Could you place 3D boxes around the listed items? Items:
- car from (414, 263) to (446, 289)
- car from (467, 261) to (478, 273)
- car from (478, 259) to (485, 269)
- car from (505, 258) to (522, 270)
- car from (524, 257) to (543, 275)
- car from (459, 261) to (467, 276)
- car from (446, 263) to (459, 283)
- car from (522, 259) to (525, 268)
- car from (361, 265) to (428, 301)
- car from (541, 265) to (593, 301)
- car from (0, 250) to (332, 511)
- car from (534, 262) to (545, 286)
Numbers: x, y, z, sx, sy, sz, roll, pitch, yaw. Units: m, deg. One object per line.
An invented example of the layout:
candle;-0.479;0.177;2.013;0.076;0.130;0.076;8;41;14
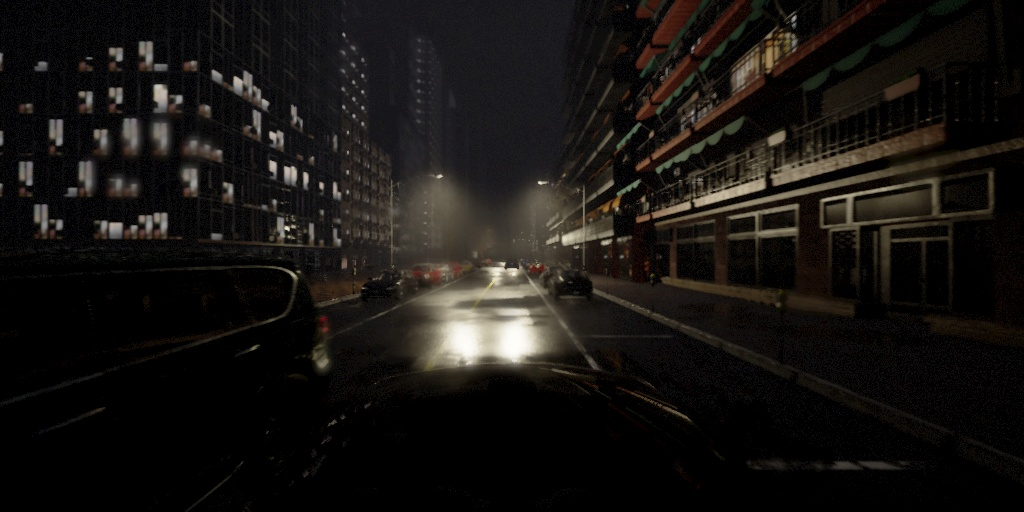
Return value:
car;-5.685;1.198;22.681;1.967;1.591;4.097;0;0;0
car;-5.677;1.299;44.640;1.751;1.417;4.829;0;0;0
car;-5.674;1.369;55.876;1.802;1.307;4.207;0;0;0
car;0.015;1.134;52.348;2.097;1.767;4.553;0;0;0
car;2.701;1.208;39.274;1.967;1.591;4.097;0;0;0
car;-5.681;1.310;33.745;1.888;1.381;4.507;0;0;0
car;-5.683;1.311;28.212;2.007;1.370;4.403;0;0;0
car;2.705;1.362;50.340;1.802;1.307;4.207;0;0;0
car;-5.686;1.306;17.148;2.007;1.370;4.403;0;0;0
car;2.694;1.305;17.145;2.007;1.370;4.403;0;0;0
car;-3.093;0.974;1.768;2.150;2.045;5.566;0;0;0
car;2.696;1.308;22.678;2.007;1.370;4.403;0;0;0
